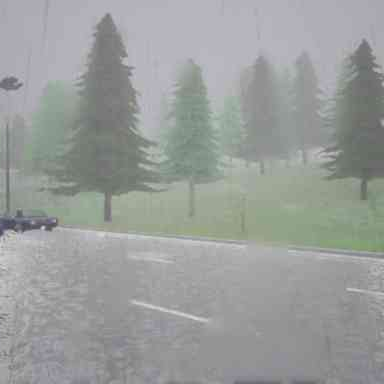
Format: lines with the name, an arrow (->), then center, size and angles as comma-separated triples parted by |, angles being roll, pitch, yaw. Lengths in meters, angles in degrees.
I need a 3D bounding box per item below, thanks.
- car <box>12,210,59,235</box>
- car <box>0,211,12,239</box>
car -> -10.086, 1.701, 19.788 | 4.718, 1.301, 1.895 | 0, 0, 36
car -> -11.093, 1.571, 16.206 | 5.008, 1.535, 1.882 | 0, 0, 36
